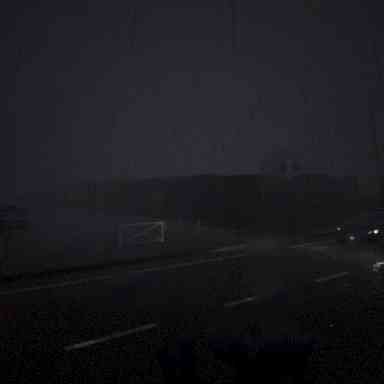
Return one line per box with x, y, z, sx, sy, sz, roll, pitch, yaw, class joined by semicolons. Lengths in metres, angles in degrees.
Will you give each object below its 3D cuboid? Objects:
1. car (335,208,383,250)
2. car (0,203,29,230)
7.953;1.429;13.943;4.674;1.442;1.812;0;0;-35;car
-10.593;1.379;18.905;1.970;1.475;3.806;0;0;-37;car
